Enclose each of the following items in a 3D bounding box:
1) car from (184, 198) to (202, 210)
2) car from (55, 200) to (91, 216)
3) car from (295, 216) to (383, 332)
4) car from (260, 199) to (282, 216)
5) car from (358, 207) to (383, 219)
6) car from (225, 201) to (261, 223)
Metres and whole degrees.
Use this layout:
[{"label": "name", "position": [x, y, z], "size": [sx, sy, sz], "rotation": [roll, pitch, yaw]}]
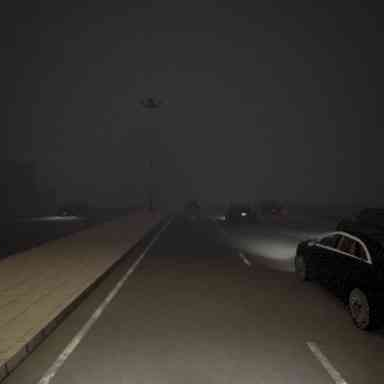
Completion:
[{"label": "car", "position": [0.133, 1.477, 41.426], "size": [1.812, 1.442, 4.674], "rotation": [0, 0, 0]}, {"label": "car", "position": [-11.476, 1.520, 32.579], "size": [2.033, 1.411, 5.357], "rotation": [0, 0, 0]}, {"label": "car", "position": [3.611, 1.484, 6.791], "size": [2.128, 1.511, 4.902], "rotation": [0, 0, 0]}, {"label": "car", "position": [7.123, 1.441, 31.576], "size": [1.882, 1.535, 5.008], "rotation": [0, 0, 0]}, {"label": "car", "position": [7.111, 1.338, 12.260], "size": [2.097, 1.767, 4.553], "rotation": [0, 0, 0]}, {"label": "car", "position": [3.617, 1.534, 25.287], "size": [1.994, 1.385, 4.181], "rotation": [0, 0, 0]}]
